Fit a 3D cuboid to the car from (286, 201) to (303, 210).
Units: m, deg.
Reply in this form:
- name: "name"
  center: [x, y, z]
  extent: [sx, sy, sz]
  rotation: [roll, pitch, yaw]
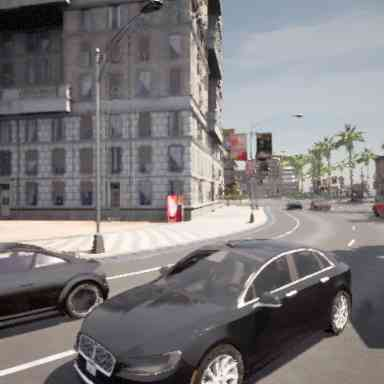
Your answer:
- name: "car"
  center: [14.378, 1.898, 46.780]
  extent: [1.895, 1.301, 4.718]
  rotation: [0, 0, 11]

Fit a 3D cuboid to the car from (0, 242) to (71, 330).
- name: "car"
  center: [-3.630, 1.639, 5.892]
  extent: [4.181, 1.385, 1.994]
  rotation: [0, 0, -39]

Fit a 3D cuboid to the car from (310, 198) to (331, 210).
- name: "car"
  center: [17.825, 1.619, 46.182]
  extent: [2.097, 1.767, 4.553]
  rotation: [0, 0, 11]

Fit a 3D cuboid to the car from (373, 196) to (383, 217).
- name: "car"
  center: [18.355, 1.331, 30.253]
  extent: [2.150, 2.045, 5.566]
  rotation: [0, 0, 12]

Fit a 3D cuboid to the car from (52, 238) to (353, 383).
- name: "car"
  center: [0.753, 1.542, 5.031]
  extent: [4.892, 1.490, 1.837]
  rotation: [0, 0, -43]
